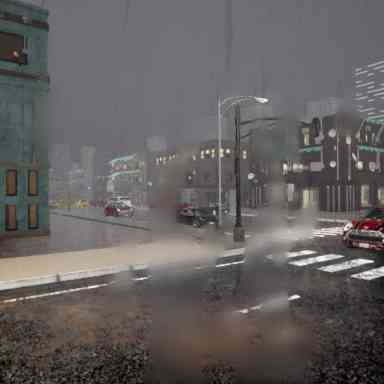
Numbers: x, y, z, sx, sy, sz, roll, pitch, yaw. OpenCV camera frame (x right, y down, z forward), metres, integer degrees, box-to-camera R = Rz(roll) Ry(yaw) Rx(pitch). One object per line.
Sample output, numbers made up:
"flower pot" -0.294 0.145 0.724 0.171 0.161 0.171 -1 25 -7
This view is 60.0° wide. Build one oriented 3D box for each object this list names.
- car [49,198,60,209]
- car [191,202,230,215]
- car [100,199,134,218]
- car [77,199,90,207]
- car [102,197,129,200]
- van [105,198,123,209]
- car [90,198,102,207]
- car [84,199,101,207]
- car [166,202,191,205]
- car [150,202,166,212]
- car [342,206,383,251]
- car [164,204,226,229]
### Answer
"car" -23.711 2.233 57.960 1.752 1.417 4.829 -1 0 -35
"car" 2.219 1.810 35.837 2.008 1.369 4.403 -2 0 -35
"car" -7.820 1.846 35.510 1.967 1.590 4.097 -1 0 -35
"car" -21.646 2.175 65.075 1.882 1.535 5.008 -1 0 -35
"car" -11.092 1.720 50.163 2.150 2.045 5.566 -1 -1 -35
"van" -13.777 1.907 58.425 1.690 1.788 3.998 -1 0 -35
"car" -16.976 1.940 62.942 2.192 1.841 5.009 -1 0 -35
"car" -20.169 2.228 67.460 1.887 1.381 4.507 -1 0 -35
"car" -0.979 1.904 40.355 1.802 1.307 4.206 -2 0 -35
"car" -4.176 1.966 44.872 1.802 1.307 4.206 -1 0 -35
"car" 8.075 1.349 13.399 4.553 1.767 2.097 0 0 -35
"car" 0.102 1.814 24.115 1.947 1.339 4.313 -1 0 -35
